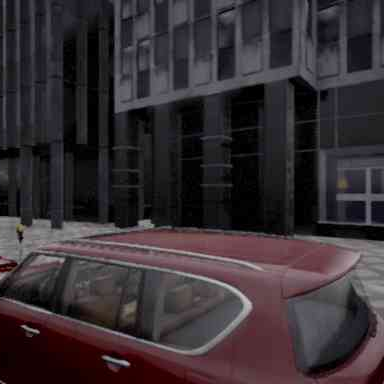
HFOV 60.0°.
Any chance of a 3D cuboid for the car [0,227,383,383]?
[{"bbox_3d":[-0.703,1.321,3.461,5.009,1.841,2.192,0,0,35],"label":"car"}]
